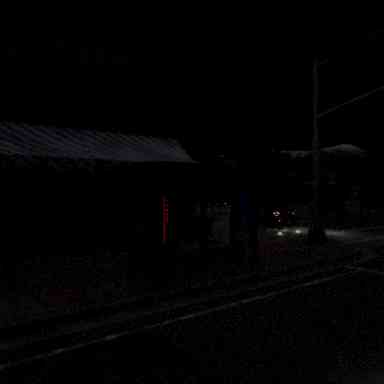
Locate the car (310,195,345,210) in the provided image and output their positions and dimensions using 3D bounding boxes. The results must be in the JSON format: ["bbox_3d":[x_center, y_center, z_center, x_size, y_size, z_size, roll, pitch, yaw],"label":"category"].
[{"bbox_3d":[16.005,1.285,38.696,3.806,1.475,1.970,0,0,-36],"label":"car"}]

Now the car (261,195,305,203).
[{"bbox_3d":[12.002,1.208,43.722,5.027,1.636,2.152,0,0,-36],"label":"car"}]

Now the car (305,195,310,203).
[{"bbox_3d":[21.278,1.281,61.839,4.514,1.523,2.007,0,0,-36],"label":"car"}]

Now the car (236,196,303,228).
[{"bbox_3d":[4.965,1.406,23.222,2.097,1.767,4.553,0,0,-36],"label":"car"}]

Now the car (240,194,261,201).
[{"bbox_3d":[14.823,1.286,84.083,5.027,1.636,2.152,0,0,-36],"label":"car"}]

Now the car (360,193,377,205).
[{"bbox_3d":[27.958,1.082,51.301,4.605,1.855,1.932,0,0,-36],"label":"car"}]

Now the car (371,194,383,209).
[{"bbox_3d":[23.868,1.322,39.827,4.514,1.523,2.007,0,0,-36],"label":"car"}]
